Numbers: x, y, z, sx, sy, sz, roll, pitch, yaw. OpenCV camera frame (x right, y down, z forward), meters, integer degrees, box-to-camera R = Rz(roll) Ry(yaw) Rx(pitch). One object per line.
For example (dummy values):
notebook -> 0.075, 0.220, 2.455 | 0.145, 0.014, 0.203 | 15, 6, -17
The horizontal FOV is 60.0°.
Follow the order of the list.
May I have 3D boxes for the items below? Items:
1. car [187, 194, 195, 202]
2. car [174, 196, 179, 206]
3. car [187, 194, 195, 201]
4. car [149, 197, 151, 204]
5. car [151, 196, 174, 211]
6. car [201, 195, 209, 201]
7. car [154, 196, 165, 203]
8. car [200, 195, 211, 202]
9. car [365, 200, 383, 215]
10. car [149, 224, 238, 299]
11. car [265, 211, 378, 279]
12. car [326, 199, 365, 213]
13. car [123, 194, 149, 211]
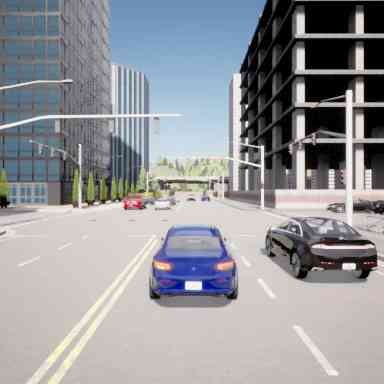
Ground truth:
car -> -0.152, 1.593, 78.251 | 1.895, 1.301, 4.718 | 0, 0, 0
car -> -3.698, 1.547, 56.627 | 2.033, 1.411, 5.357 | 0, 0, 0
car -> -0.168, 1.338, 86.954 | 2.097, 1.767, 4.553 | 0, 0, 0
car -> -7.194, 1.547, 57.991 | 2.033, 1.411, 5.357 | 0, 0, 0
car -> -3.678, 1.525, 41.737 | 1.812, 1.442, 4.674 | 0, 0, 0
car -> 3.332, 1.483, 86.991 | 1.837, 1.490, 4.892 | 0, 0, 0
car -> -7.141, 1.552, 72.981 | 1.994, 1.385, 4.181 | 0, 0, 0
car -> 3.349, 1.521, 77.916 | 1.812, 1.442, 4.674 | 0, 0, 0
car -> 19.763, 1.166, 31.142 | 5.566, 2.045, 2.150 | 0, 0, 0
car -> 0.044, 1.526, 8.314 | 1.812, 1.442, 4.674 | 0, 0, 0
car -> 3.560, 1.491, 10.038 | 2.128, 1.511, 4.902 | 0, 0, -1
car -> 16.545, 1.435, 34.625 | 4.902, 1.511, 2.128 | 0, 0, 0
car -> -7.176, 1.221, 42.061 | 2.150, 2.045, 5.566 | 0, 0, 0
